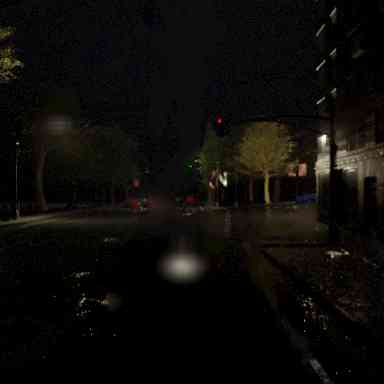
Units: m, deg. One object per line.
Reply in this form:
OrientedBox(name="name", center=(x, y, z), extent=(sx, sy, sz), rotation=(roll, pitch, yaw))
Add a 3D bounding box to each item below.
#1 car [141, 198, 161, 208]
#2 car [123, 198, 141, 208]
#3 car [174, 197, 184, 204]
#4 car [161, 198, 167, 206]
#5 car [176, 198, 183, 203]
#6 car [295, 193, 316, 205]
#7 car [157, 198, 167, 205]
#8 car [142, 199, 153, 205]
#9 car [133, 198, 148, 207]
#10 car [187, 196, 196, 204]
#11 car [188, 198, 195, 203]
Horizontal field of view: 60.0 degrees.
OrientedBox(name="car", center=(-6.595, 1.829, 53.723), extent=(1.882, 1.535, 5.008), rotation=(0, -1, 0))
OrientedBox(name="car", center=(-9.845, 1.829, 53.717), extent=(1.882, 1.535, 5.008), rotation=(0, -1, 0))
OrientedBox(name="car", center=(-3.397, 2.118, 83.105), extent=(2.097, 1.767, 4.553), rotation=(0, -1, 0))
OrientedBox(name="car", center=(-6.614, 2.037, 64.360), extent=(2.033, 1.411, 5.357), rotation=(0, -1, 0))
OrientedBox(name="car", center=(-3.415, 2.393, 93.161), extent=(1.837, 1.490, 4.892), rotation=(0, -1, 0))
OrientedBox(name="car", center=(15.937, 0.963, 45.386), extent=(5.008, 1.535, 1.882), rotation=(-1, 1, -43))
OrientedBox(name="car", center=(-6.632, 2.139, 74.705), extent=(1.837, 1.490, 4.892), rotation=(0, -1, 0))
OrientedBox(name="car", center=(-9.881, 2.227, 74.194), extent=(1.895, 1.301, 4.718), rotation=(0, -1, 0))
OrientedBox(name="car", center=(-9.864, 1.979, 64.153), extent=(2.128, 1.511, 4.902), rotation=(0, -1, 0))
OrientedBox(name="car", center=(-0.147, 1.983, 82.781), extent=(2.150, 2.045, 5.566), rotation=(0, -1, 0))
OrientedBox(name="car", center=(-0.165, 2.433, 93.166), extent=(2.033, 1.411, 5.357), rotation=(0, -1, 0))
